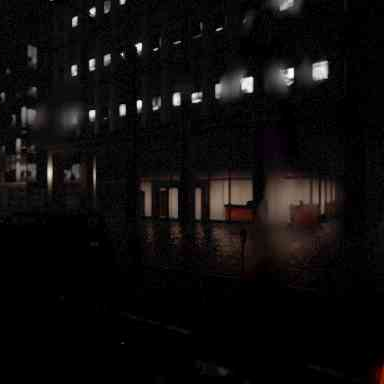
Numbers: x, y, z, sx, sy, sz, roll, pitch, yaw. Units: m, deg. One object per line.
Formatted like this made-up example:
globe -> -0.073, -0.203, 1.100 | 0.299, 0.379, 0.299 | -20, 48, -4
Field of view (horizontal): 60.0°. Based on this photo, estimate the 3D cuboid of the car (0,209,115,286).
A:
car -> -4.485, 1.442, 9.912 | 5.009, 1.841, 2.192 | -1, 0, 34

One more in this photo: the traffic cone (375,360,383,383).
traffic cone -> 1.868, 1.978, 3.207 | 0.340, 0.580, 0.340 | -1, -1, 34
